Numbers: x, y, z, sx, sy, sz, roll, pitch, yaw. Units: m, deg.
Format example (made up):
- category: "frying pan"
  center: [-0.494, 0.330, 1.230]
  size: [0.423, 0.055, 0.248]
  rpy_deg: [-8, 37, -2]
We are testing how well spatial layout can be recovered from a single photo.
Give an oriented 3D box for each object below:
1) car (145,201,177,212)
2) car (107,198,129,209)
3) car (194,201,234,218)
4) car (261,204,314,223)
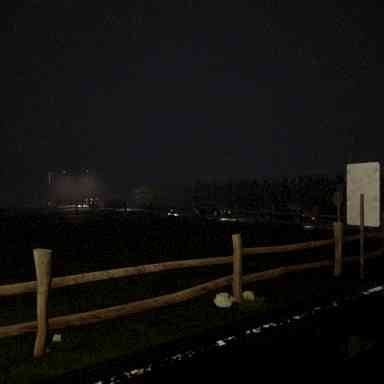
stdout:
- category: "car"
  center: [-3.989, 1.837, 41.912]
  size: [2.033, 1.411, 5.357]
  rpy_deg: [0, 0, -36]
- category: "car"
  center: [-11.809, 1.759, 53.029]
  size: [2.097, 1.767, 4.553]
  rpy_deg: [0, 0, -35]
- category: "car"
  center: [2.098, 1.707, 33.363]
  size: [1.837, 1.490, 4.892]
  rpy_deg: [0, 0, -35]
- category: "car"
  center: [7.414, 1.653, 25.884]
  size: [1.812, 1.442, 4.674]
  rpy_deg: [0, 0, -35]
